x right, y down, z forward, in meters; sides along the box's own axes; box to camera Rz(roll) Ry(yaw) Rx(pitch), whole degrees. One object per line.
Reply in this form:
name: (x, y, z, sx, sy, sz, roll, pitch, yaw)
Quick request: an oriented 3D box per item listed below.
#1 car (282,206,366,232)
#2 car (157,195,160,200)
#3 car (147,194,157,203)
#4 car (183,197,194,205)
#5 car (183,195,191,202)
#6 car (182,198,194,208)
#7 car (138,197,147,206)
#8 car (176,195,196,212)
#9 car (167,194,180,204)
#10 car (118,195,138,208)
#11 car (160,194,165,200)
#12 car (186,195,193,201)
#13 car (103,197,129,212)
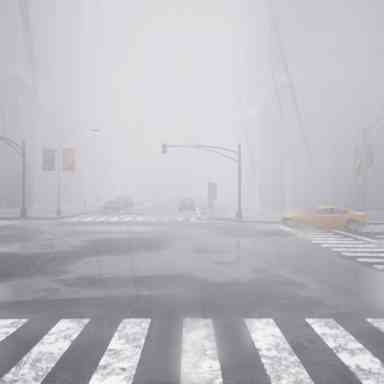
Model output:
car: (8.225, 1.609, 20.930, 5.008, 1.535, 1.882, 1, 0, 0)
car: (-9.254, 1.395, 76.973, 2.192, 1.841, 5.009, 0, 0, 0)
car: (-9.227, 1.648, 71.546, 1.802, 1.307, 4.206, 0, 0, 0)
car: (-0.650, 1.586, 60.728, 1.887, 1.381, 4.507, 0, 0, 0)
car: (-1.155, 1.573, 82.701, 1.882, 1.535, 5.008, 0, 0, 0)
car: (-0.597, 1.600, 49.878, 1.802, 1.307, 4.206, 0, 0, 0)
car: (-9.147, 1.555, 55.098, 1.752, 1.417, 4.829, 0, 0, 0)
car: (-0.545, 1.437, 39.029, 1.967, 1.590, 4.097, 0, 0, 0)
car: (-3.433, 1.653, 65.641, 1.895, 1.301, 4.718, 0, 0, 0)
car: (-9.097, 1.323, 44.417, 2.192, 1.841, 5.009, 0, 0, 0)
car: (-9.332, 1.669, 93.249, 1.887, 1.381, 4.507, 0, 0, 0)
car: (-0.808, 1.669, 93.278, 1.887, 1.381, 4.507, 0, 0, 0)
car: (-9.070, 1.563, 38.990, 1.947, 1.339, 4.313, 0, 0, 0)
